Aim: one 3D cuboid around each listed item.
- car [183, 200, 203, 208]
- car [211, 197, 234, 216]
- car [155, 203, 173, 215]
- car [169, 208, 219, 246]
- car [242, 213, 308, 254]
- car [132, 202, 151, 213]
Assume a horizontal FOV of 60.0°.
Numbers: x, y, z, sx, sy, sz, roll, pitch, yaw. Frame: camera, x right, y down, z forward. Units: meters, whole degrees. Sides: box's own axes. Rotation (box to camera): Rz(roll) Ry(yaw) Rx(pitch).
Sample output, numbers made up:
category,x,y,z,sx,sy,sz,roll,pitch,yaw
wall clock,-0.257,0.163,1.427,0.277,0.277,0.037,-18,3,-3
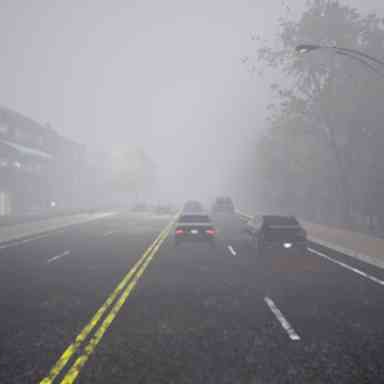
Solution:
category,x,y,z,sx,sy,sz,roll,pitch,yaw
car,0.100,1.680,36.388,2.097,1.767,4.553,0,-1,0
car,3.349,1.556,37.077,2.150,2.045,5.566,0,0,0
car,-3.346,1.959,39.751,1.895,1.301,4.718,0,-1,0
car,0.101,1.693,16.021,2.033,1.411,5.357,0,-1,0
car,3.349,1.633,14.076,1.837,1.490,4.892,0,-1,0
car,-6.584,1.957,43.670,1.994,1.385,4.181,0,-1,0
